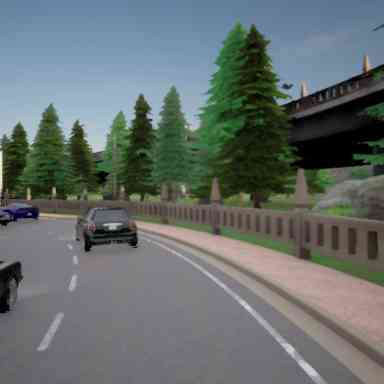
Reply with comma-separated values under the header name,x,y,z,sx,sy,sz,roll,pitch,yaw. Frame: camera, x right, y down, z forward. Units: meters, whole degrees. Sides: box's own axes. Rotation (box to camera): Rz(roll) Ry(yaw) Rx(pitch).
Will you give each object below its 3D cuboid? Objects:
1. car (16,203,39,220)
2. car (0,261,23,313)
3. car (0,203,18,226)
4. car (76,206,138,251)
name,x,y,z,sx,sy,sz,roll,pitch,yaw
car,-14.857,1.649,28.430,5.008,1.535,1.882,-1,0,43
car,-4.083,1.646,4.721,1.895,1.301,4.718,-1,0,-9
car,-14.707,1.714,23.751,5.357,1.411,2.033,-1,0,42
car,-3.909,1.401,14.744,2.097,1.767,4.553,-1,0,-24
